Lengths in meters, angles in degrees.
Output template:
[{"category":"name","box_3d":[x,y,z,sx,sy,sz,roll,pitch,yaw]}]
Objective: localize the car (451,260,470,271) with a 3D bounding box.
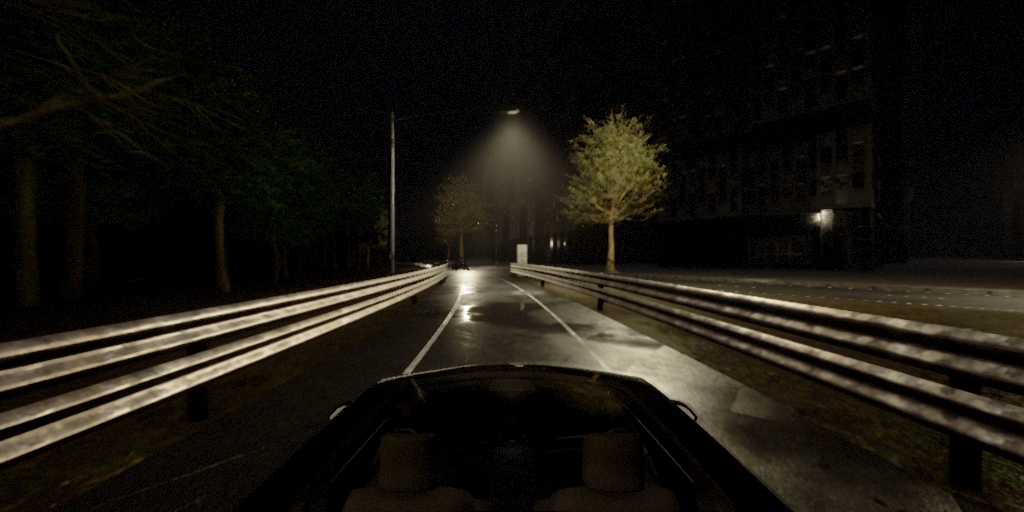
[{"category":"car","box_3d":[-7.210,1.321,49.780,1.812,1.442,4.674,0,0,-17]}]
